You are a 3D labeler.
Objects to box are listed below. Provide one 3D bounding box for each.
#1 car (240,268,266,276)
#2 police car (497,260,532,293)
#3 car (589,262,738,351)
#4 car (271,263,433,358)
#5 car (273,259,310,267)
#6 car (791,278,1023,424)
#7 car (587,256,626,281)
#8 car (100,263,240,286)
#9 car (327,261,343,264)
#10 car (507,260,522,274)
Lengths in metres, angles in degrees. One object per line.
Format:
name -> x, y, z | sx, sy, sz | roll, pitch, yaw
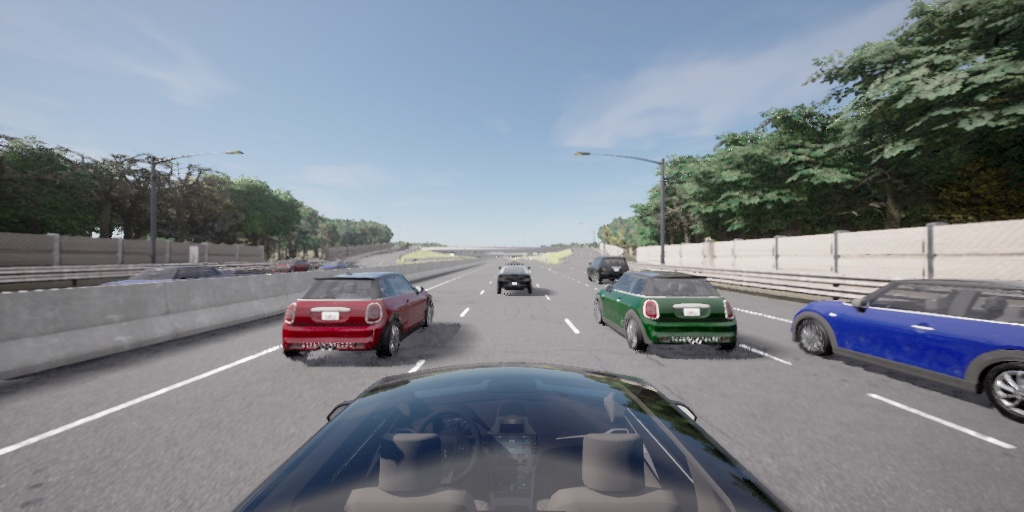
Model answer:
car -> -17.551, 1.424, 21.937 | 1.895, 1.301, 4.718 | 0, 0, 0
police car -> 0.146, 1.248, 21.387 | 1.930, 1.638, 5.238 | 0, 0, 0
car -> 3.611, 1.160, 9.317 | 2.097, 1.767, 4.553 | 0, 0, 0
car -> -3.392, 1.157, 8.833 | 2.097, 1.767, 4.553 | 0, 0, 0
car -> -24.374, 1.157, 39.718 | 2.097, 1.767, 4.553 | 0, 0, 1
car -> 7.105, 1.138, 5.876 | 2.097, 1.767, 4.553 | 0, 0, 0
car -> 7.185, 1.037, 27.191 | 2.150, 2.045, 5.566 | 0, 0, 1
car -> -14.077, 1.177, 14.712 | 2.097, 1.767, 4.553 | 0, 0, 0
car -> -20.827, 1.371, 42.082 | 1.812, 1.442, 4.674 | 0, 0, 0
car -> 0.296, 1.254, 44.475 | 1.801, 1.575, 5.366 | 0, 0, 0
